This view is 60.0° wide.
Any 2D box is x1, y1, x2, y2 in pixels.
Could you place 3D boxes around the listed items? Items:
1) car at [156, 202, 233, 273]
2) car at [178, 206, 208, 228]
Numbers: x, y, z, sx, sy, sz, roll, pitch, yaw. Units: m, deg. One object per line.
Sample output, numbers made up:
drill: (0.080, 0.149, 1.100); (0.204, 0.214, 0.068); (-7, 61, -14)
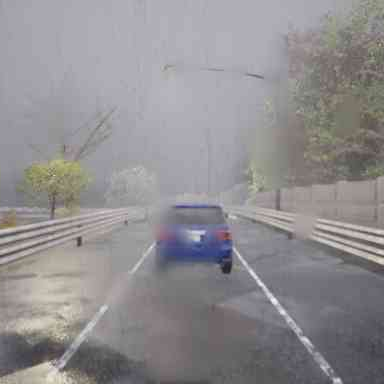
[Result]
car: (0.074, 1.337, 11.237); (2.150, 2.045, 5.566); (0, -1, 0)
car: (0.095, 1.865, 25.958); (2.033, 1.411, 5.357); (0, -1, 1)
